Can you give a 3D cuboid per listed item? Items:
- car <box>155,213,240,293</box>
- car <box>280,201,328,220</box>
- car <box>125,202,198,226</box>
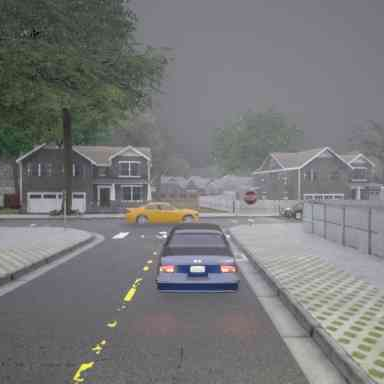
[{"bbox_3d":[0.122,1.547,8.982,2.033,1.411,5.357,0,0,0],"label":"car"},{"bbox_3d":[9.941,1.543,28.263,4.892,1.490,1.837,0,0,-12],"label":"car"},{"bbox_3d":[-2.020,1.457,22.744,5.008,1.535,1.882,0,0,-11],"label":"car"}]
